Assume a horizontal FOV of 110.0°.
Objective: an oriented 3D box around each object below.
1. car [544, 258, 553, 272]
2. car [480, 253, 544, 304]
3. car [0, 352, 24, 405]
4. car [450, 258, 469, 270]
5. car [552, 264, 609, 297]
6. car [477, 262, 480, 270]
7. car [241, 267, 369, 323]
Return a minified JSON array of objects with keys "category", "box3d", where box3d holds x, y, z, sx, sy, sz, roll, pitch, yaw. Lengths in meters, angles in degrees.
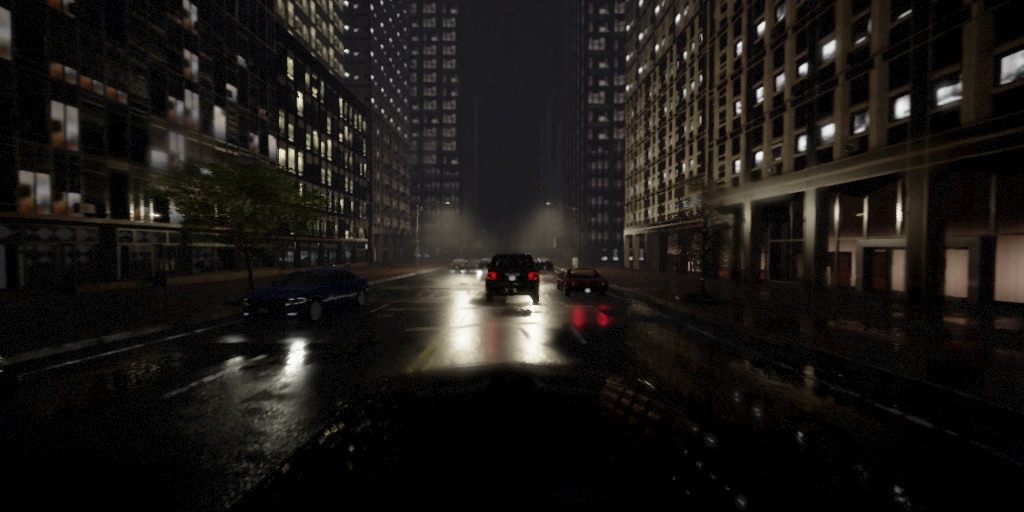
[{"category":"car","box3d":[3.364,0.976,38.804,2.128,1.511,4.902,0,1,0]},{"category":"car","box3d":[0.035,0.876,15.886,2.150,2.045,5.566,0,1,0]},{"category":"car","box3d":[-6.593,1.298,1.648,2.033,1.411,5.357,0,0,0]},{"category":"car","box3d":[-6.551,0.980,45.369,2.033,1.411,5.357,0,0,0]},{"category":"car","box3d":[3.362,1.237,18.108,1.895,1.301,4.718,0,0,0]},{"category":"car","box3d":[-3.300,1.033,45.377,1.895,1.301,4.718,0,0,0]},{"category":"car","box3d":[-6.551,1.157,11.989,1.882,1.535,5.008,0,0,1]}]
